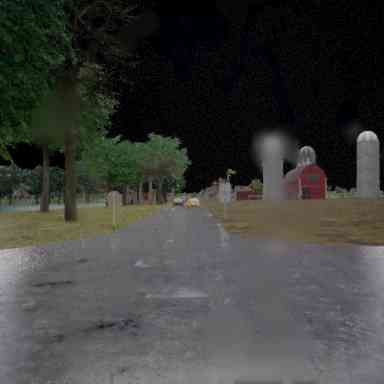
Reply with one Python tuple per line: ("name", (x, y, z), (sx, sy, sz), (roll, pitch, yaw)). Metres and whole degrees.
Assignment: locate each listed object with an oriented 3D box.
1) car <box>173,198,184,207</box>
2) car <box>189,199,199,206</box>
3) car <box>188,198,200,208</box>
("car", (-2.434, 1.868, 60.053), (1.882, 1.535, 5.008), (0, -1, 0))
("car", (0.347, 2.082, 65.900), (1.895, 1.301, 4.718), (0, -1, 0))
("car", (0.292, 1.804, 55.452), (1.882, 1.535, 5.008), (0, -1, 0))
